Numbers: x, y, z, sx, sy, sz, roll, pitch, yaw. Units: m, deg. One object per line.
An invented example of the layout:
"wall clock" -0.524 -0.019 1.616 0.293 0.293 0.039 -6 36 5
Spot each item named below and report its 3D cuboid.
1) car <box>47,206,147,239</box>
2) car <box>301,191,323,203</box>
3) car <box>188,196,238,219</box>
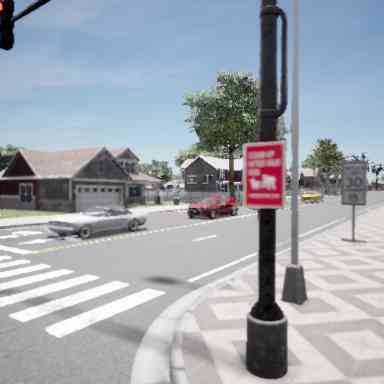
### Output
"car" -4.418 1.357 16.056 1.895 1.301 4.718 0 1 35
"car" 16.287 0.613 45.220 1.882 1.535 5.008 0 1 35
"car" 1.613 1.045 24.606 1.882 1.535 5.008 0 1 35
